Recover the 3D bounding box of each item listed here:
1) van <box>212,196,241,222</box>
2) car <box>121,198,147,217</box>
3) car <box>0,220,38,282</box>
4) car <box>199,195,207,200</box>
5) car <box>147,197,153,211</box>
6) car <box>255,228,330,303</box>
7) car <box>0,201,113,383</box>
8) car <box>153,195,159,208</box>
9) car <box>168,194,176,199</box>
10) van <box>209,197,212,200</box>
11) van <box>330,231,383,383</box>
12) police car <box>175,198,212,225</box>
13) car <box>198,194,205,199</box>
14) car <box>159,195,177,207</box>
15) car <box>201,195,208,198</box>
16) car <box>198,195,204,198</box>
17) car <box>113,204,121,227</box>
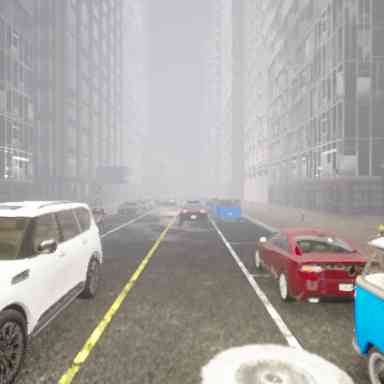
[{"bbox_3d":[2.692,1.283,25.145,1.690,1.788,3.998,0,0,0],"label":"van"},{"bbox_3d":[-5.688,1.471,30.847,1.887,1.381,4.507,0,0,0],"label":"car"},{"bbox_3d":[-5.691,1.548,8.053,1.947,1.339,4.313,0,0,0],"label":"car"},{"bbox_3d":[2.700,1.350,82.128,1.802,1.307,4.206,0,0,0],"label":"car"},{"bbox_3d":[-5.687,1.494,36.546,1.802,1.307,4.206,0,0,0],"label":"car"},{"bbox_3d":[2.690,1.527,8.051,1.887,1.381,4.507,0,0,0],"label":"car"},{"bbox_3d":[-3.101,1.209,5.439,2.150,2.045,5.566,0,0,0],"label":"car"},{"bbox_3d":[-5.686,1.445,42.243,2.008,1.369,4.403,0,0,0],"label":"car"},{"bbox_3d":[-5.679,1.268,93.530,1.887,1.381,4.507,0,0,0],"label":"car"},{"bbox_3d":[2.693,1.268,30.845,1.690,1.788,3.998,0,0,0],"label":"van"},{"bbox_3d":[2.689,1.336,2.352,1.690,1.788,3.998,0,0,0],"label":"van"},{"bbox_3d":[0.104,1.447,23.957,2.038,1.542,4.974,0,0,0],"label":"police car"},{"bbox_3d":[2.702,1.275,93.529,2.008,1.369,4.403,0,0,0],"label":"car"},{"bbox_3d":[-3.077,1.444,47.266,1.994,1.385,4.181,0,0,0],"label":"car"},{"bbox_3d":[2.695,1.443,47.941,1.947,1.339,4.313,0,0,0],"label":"car"},{"bbox_3d":[0.108,1.462,41.510,1.994,1.385,4.181,0,0,0],"label":"car"},{"bbox_3d":[-5.689,1.537,19.450,1.802,1.307,4.206,0,0,0],"label":"car"}]
